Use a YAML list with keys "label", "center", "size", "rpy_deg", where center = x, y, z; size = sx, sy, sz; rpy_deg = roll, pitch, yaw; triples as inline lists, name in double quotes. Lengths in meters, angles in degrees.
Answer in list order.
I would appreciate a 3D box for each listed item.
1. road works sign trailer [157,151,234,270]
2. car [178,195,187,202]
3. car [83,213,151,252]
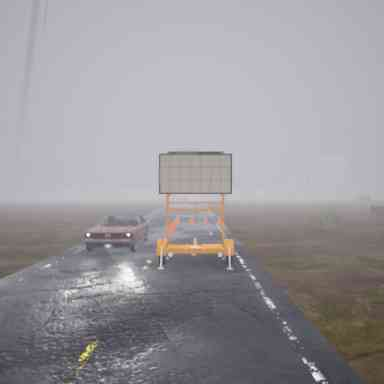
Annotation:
- label: "road works sign trailer"
  center: [0.115, 0.464, 11.066]
  size: [2.380, 3.560, 2.880]
  rpy_deg: [0, 0, 1]
- label: "car"
  center: [-2.165, 1.506, 77.924]
  size: [1.837, 1.490, 4.892]
  rpy_deg: [0, 0, 1]
- label: "car"
  center: [-2.952, 1.600, 13.958]
  size: [1.895, 1.301, 4.718]
  rpy_deg: [0, 0, 1]
